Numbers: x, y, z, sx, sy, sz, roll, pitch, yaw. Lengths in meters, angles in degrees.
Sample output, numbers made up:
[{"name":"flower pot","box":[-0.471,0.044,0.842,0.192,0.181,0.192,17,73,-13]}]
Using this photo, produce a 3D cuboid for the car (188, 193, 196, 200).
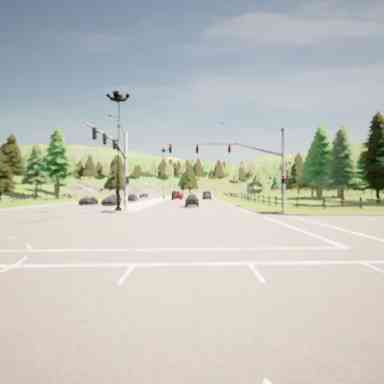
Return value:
[{"name":"car","box":[0.040,1.015,75.330,1.882,1.535,5.008,0,0,1]}]

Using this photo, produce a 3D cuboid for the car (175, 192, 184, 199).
[{"name":"car","box":[-3.241,0.896,85.692,1.882,1.535,5.008,0,0,2]}]

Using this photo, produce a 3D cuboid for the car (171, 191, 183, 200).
[{"name":"car","box":[-3.464,0.763,74.946,2.150,2.045,5.566,0,0,1]}]

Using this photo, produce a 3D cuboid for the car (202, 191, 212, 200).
[{"name":"car","box":[3.536,1.079,74.915,2.033,1.411,5.357,0,0,1]}]

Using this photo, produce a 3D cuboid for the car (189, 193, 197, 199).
[{"name":"car","box":[0.258,0.944,85.601,2.128,1.511,4.902,0,0,2]}]

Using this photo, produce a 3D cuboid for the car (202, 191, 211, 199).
[{"name":"car","box":[3.757,0.645,85.537,2.150,2.045,5.566,0,0,2]}]

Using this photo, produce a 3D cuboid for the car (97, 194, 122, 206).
[{"name":"car","box":[-11.583,1.255,47.897,2.033,1.411,5.357,0,0,0]}]

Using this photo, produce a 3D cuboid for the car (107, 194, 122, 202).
[{"name":"car","box":[-15.013,1.168,64.569,1.994,1.385,4.181,0,0,0]}]

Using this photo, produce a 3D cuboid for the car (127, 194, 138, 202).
[{"name":"car","box":[-11.524,1.115,63.639,1.837,1.490,4.892,0,0,0]}]

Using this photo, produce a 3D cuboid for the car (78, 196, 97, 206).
[{"name":"car","box":[-15.077,1.267,48.486,1.994,1.385,4.181,0,0,0]}]

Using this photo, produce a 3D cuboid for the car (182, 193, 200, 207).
[{"name":"car","box":[-0.001,1.233,44.312,1.837,1.490,4.892,0,0,0]}]
